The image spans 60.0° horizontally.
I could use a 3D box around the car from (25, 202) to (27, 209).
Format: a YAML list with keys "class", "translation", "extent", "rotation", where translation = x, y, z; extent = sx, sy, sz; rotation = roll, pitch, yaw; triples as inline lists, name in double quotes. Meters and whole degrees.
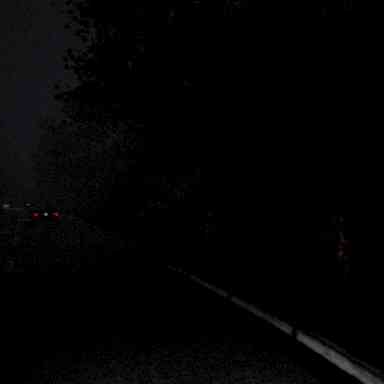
- class: "car"
  translation: [-19.231, 1.944, 41.209]
  extent: [2.033, 1.411, 5.357]
  rotation: [0, -1, -27]

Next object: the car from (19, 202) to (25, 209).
- class: "car"
  translation: [-36.269, 3.013, 73.098]
  extent: [4.902, 1.511, 2.128]
  rotation: [-3, -3, 44]

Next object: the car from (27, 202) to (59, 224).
- class: "car"
  translation: [-11.437, 1.661, 25.746]
  extent: [2.033, 1.411, 5.357]
  rotation: [0, -1, -27]
